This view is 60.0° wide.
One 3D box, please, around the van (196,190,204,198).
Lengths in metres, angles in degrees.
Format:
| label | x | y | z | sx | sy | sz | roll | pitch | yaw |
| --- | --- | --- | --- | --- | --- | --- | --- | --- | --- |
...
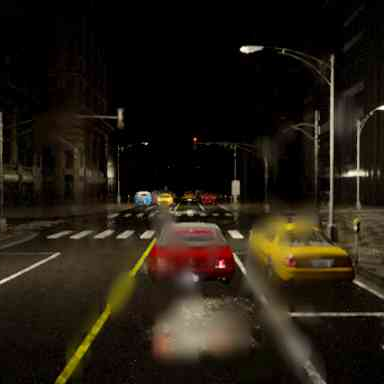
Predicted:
| label | x | y | z | sx | sy | sz | roll | pitch | yaw |
| --- | --- | --- | --- | --- | --- | --- | --- | --- | --- |
| van | 2.051 | 0.482 | 85.853 | 1.690 | 1.788 | 3.998 | 0 | 1 | 0 |

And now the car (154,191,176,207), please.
| label | x | y | z | sx | sy | sz | roll | pitch | yaw |
| --- | --- | --- | --- | --- | --- | --- | --- | --- | --- |
| car | -3.444 | 1.033 | 43.045 | 1.882 | 1.535 | 5.008 | 0 | 0 | 0 |

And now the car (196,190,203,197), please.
| label | x | y | z | sx | sy | sz | roll | pitch | yaw |
| --- | --- | --- | --- | --- | --- | --- | --- | --- | --- |
| car | 2.242 | 0.878 | 63.924 | 1.752 | 1.417 | 4.829 | 0 | 1 | 0 |

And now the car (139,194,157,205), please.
| label | x | y | z | sx | sy | sz | roll | pitch | yaw |
| --- | --- | --- | --- | --- | --- | --- | --- | --- | --- |
| car | -6.167 | 1.059 | 47.126 | 1.887 | 1.381 | 4.507 | 0 | 1 | 0 |

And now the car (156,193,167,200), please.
| label | x | y | z | sx | sy | sz | roll | pitch | yaw |
| --- | --- | --- | --- | --- | --- | --- | --- | --- | --- |
| car | -6.351 | 0.882 | 69.224 | 1.802 | 1.307 | 4.206 | 0 | 1 | 0 |

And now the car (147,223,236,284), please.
| label | x | y | z | sx | sy | sz | roll | pitch | yaw |
| --- | --- | --- | --- | --- | --- | --- | --- | --- | --- |
| car | -0.010 | 1.502 | 9.198 | 1.895 | 1.301 | 4.718 | 0 | 1 | 0 |

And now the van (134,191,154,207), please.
| label | x | y | z | sx | sy | sz | roll | pitch | yaw |
| --- | --- | --- | --- | --- | --- | --- | --- | --- | --- |
| van | -6.122 | 0.910 | 41.599 | 1.690 | 1.788 | 3.998 | 0 | 1 | 0 |

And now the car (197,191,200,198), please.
| label | x | y | z | sx | sy | sz | roll | pitch | yaw |
| --- | --- | --- | --- | --- | --- | --- | --- | --- | --- |
| car | 2.292 | 0.952 | 58.230 | 1.887 | 1.381 | 4.507 | 0 | 1 | 0 |

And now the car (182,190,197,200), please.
| label | x | y | z | sx | sy | sz | roll | pitch | yaw |
| --- | --- | --- | --- | --- | --- | --- | --- | --- | --- |
| car | -0.552 | 0.805 | 66.449 | 1.882 | 1.535 | 5.008 | 0 | 1 | 0 |

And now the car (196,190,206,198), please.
| label | x | y | z | sx | sy | sz | roll | pitch | yaw |
| --- | --- | --- | --- | --- | --- | --- | --- | --- | --- |
| car | 2.099 | 0.509 | 80.327 | 2.192 | 1.841 | 5.009 | 0 | 1 | 0 |

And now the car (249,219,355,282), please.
| label | x | y | z | sx | sy | sz | roll | pitch | yaw |
| --- | --- | --- | --- | --- | --- | --- | --- | --- | --- |
| car | 2.698 | 1.427 | 9.260 | 1.752 | 1.417 | 4.829 | 0 | 1 | 0 |

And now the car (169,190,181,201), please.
| label | x | y | z | sx | sy | sz | roll | pitch | yaw |
| --- | --- | --- | --- | --- | --- | --- | --- | --- | --- |
| car | -3.549 | 0.885 | 59.565 | 2.128 | 1.511 | 4.902 | 0 | 1 | 0 |

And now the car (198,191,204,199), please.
| label | x | y | z | sx | sy | sz | roll | pitch | yaw |
| --- | --- | --- | --- | --- | --- | --- | --- | --- | --- |
| car | 2.340 | 1.006 | 52.705 | 1.887 | 1.381 | 4.507 | 0 | 1 | 0 |

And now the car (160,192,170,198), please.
| label | x | y | z | sx | sy | sz | roll | pitch | yaw |
| --- | --- | --- | --- | --- | --- | --- | --- | --- | --- |
| car | -6.442 | 0.744 | 80.273 | 2.008 | 1.369 | 4.403 | 0 | 1 | 0 |

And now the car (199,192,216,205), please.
| label | x | y | z | sx | sy | sz | roll | pitch | yaw |
| --- | --- | --- | --- | --- | --- | --- | --- | --- | --- |
| car | 2.388 | 1.060 | 47.180 | 1.887 | 1.381 | 4.507 | 0 | 1 | 0 |

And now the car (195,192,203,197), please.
| label | x | y | z | sx | sy | sz | roll | pitch | yaw |
| --- | --- | --- | --- | --- | --- | --- | --- | --- | --- |
| car | 2.004 | 0.639 | 91.380 | 2.008 | 1.369 | 4.403 | 0 | 1 | 0 |
